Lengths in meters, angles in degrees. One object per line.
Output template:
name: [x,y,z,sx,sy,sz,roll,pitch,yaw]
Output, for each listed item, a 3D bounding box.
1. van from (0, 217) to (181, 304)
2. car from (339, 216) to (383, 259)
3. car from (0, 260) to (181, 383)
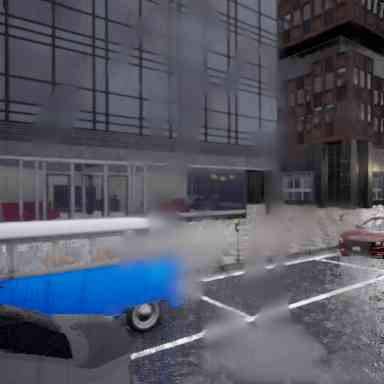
van: [-2.093,1.336,5.162,3.998,1.788,1.690,0,0,-35]
car: [6.910,1.498,11.573,4.507,1.381,1.887,0,0,-35]
car: [-2.579,1.510,1.541,4.892,1.490,1.837,1,0,-35]
